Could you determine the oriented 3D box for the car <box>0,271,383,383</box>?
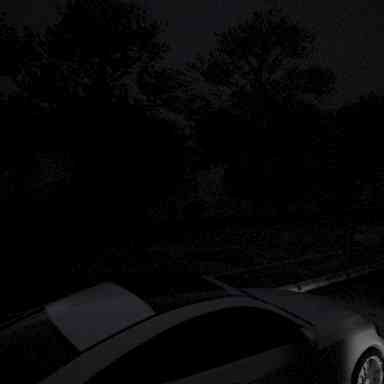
[{"bbox_3d":[-0.021,1.524,3.117,4.674,1.442,1.812,0,0,-35],"label":"car"}]
